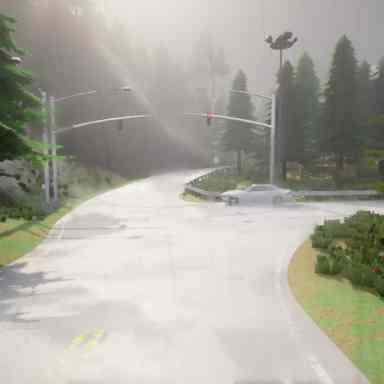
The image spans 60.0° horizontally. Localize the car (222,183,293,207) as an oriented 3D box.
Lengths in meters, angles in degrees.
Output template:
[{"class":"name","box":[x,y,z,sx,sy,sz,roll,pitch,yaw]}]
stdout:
[{"class":"car","box":[4.372,0.170,22.327,4.674,1.442,1.812,0,6,9]}]
